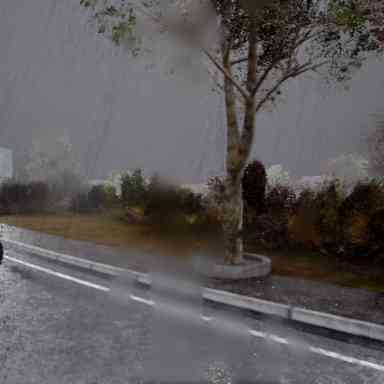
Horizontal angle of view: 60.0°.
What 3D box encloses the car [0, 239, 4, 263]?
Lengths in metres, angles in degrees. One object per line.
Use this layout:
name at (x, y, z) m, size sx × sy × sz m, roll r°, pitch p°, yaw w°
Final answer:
car at (-7.708, 1.563, 10.674) m, size 4.181 × 1.385 × 1.994 m, roll 0°, pitch 0°, yaw 42°
